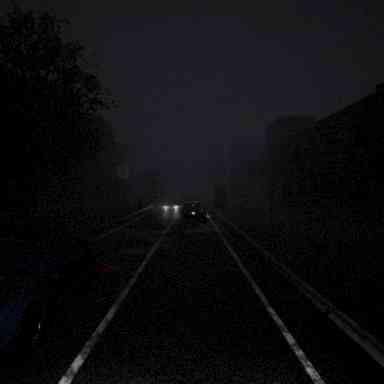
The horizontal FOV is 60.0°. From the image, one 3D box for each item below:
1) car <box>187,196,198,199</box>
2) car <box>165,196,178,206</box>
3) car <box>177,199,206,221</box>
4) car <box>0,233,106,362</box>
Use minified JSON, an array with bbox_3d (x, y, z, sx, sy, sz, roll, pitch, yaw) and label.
[{"bbox_3d":[0.104,1.336,42.815,1.837,1.490,4.892,0,0,0],"label":"car"},{"bbox_3d":[-3.069,1.279,50.027,1.812,1.442,4.674,0,0,0],"label":"car"},{"bbox_3d":[0.102,1.523,26.675,1.994,1.385,4.181,0,0,0],"label":"car"},{"bbox_3d":[-3.105,1.548,6.295,2.033,1.411,5.357,0,0,0],"label":"car"}]
